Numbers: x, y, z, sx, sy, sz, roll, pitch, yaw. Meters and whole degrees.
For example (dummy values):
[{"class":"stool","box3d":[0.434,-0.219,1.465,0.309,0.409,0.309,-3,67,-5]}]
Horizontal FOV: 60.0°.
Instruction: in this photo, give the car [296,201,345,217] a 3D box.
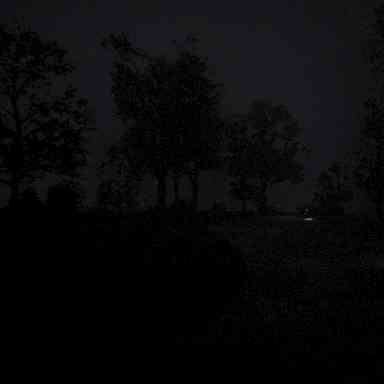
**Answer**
[{"class":"car","box3d":[12.797,1.665,33.164,5.008,1.535,1.882,0,-1,-20]}]
